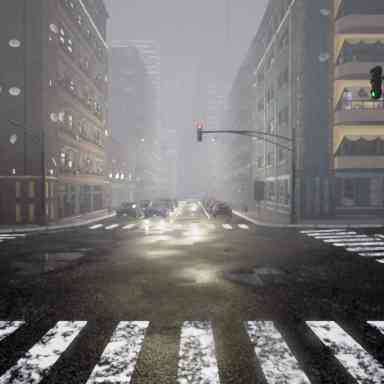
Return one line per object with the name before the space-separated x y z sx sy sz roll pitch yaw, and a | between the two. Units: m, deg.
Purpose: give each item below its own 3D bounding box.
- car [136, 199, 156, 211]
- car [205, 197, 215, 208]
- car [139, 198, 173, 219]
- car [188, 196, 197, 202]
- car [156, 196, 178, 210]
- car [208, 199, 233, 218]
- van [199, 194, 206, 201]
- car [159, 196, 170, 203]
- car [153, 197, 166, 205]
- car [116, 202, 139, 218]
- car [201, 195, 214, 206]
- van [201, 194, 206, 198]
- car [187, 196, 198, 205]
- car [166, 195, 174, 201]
car | -5.666 1.572 41.364 1.947 1.339 4.313 0 0 0
car | 2.711 1.570 35.822 1.947 1.339 4.313 0 0 0
car | -3.079 1.549 29.823 2.033 1.411 5.357 0 0 0
car | 0.052 1.451 69.792 1.895 1.301 4.718 0 0 0
car | -3.068 1.510 39.941 1.837 1.490 4.892 0 0 0
car | 2.707 1.584 30.299 1.802 1.307 4.206 0 0 0
van | 2.745 1.377 85.534 1.690 1.788 3.998 -1 0 0
car | -5.646 1.604 68.982 1.802 1.307 4.206 0 0 0
car | -5.654 1.560 57.935 1.887 1.381 4.507 0 0 0
car | -5.674 1.568 30.317 1.947 1.339 4.313 0 0 0
car | 2.719 1.554 46.869 1.887 1.381 4.507 0 0 0
van | 2.721 1.353 52.393 1.690 1.788 3.998 0 0 0
car | 0.044 1.542 59.757 1.812 1.442 4.674 0 0 0
car | -5.635 1.561 85.382 1.752 1.417 4.829 0 0 0
